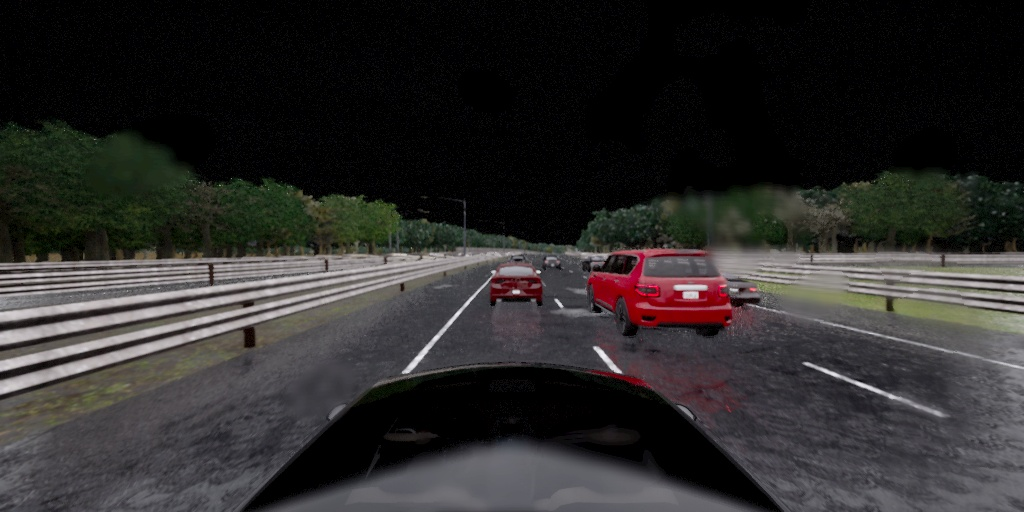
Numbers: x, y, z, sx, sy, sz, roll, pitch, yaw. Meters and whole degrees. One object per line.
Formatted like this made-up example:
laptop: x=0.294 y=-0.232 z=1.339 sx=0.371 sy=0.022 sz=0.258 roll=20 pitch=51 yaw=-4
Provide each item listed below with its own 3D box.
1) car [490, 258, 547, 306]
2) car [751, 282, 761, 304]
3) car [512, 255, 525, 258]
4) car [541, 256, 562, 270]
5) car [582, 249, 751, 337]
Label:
car: x=0.165 y=1.024 z=14.561 sx=1.882 sy=1.535 sz=5.008 roll=0 pitch=1 yaw=0
car: x=7.156 y=1.103 z=13.974 sx=2.033 sy=1.411 sz=5.357 roll=0 pitch=1 yaw=1
car: x=0.670 y=0.679 z=38.344 sx=1.837 sy=1.490 sz=4.892 roll=0 pitch=1 yaw=2
car: x=4.174 y=0.699 z=38.446 sx=1.812 sy=1.442 sz=4.674 roll=0 pitch=1 yaw=2
car: x=3.625 y=0.841 z=9.921 sx=2.150 sy=2.045 sz=5.566 roll=0 pitch=1 yaw=0
